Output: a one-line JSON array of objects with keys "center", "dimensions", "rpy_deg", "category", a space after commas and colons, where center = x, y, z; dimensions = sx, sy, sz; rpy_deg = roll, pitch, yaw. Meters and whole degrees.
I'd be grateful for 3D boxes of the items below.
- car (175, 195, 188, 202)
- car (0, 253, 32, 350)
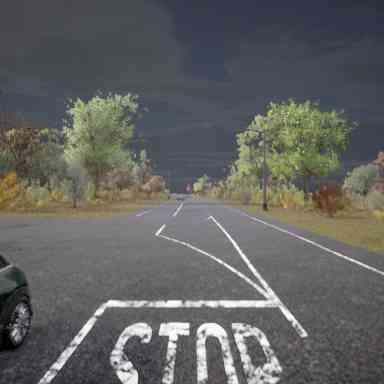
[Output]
[{"center": [-2.919, 1.616, 82.051], "dimensions": [2.033, 1.411, 5.357], "rpy_deg": [0, 0, 5], "category": "car"}, {"center": [-3.494, 1.370, 3.168], "dimensions": [2.097, 1.767, 4.553], "rpy_deg": [0, 0, 0], "category": "car"}]
